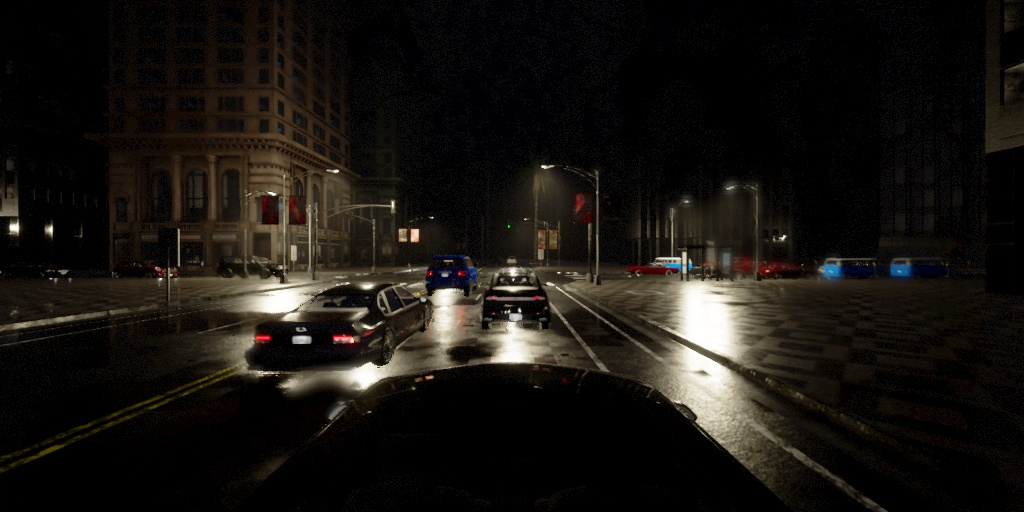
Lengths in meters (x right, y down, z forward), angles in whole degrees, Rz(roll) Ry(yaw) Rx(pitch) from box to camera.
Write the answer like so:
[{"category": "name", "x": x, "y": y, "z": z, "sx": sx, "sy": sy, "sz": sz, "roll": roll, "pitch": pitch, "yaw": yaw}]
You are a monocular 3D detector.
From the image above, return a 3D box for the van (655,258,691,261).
[{"category": "van", "x": 17.051, "y": 1.089, "z": 38.317, "sx": 3.998, "sy": 1.789, "sz": 1.690, "roll": 0, "pitch": 0, "yaw": 0}]

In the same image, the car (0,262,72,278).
[{"category": "car", "x": -43.158, "y": 1.311, "z": 32.574, "sx": 4.902, "sy": 1.511, "sz": 2.128, "roll": 0, "pitch": 0, "yaw": 0}]

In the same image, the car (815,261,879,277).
[{"category": "car", "x": 33.265, "y": 1.270, "z": 35.659, "sx": 4.674, "sy": 1.442, "sz": 1.812, "roll": 0, "pitch": 0, "yaw": 1}]

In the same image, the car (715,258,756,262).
[{"category": "car", "x": 23.322, "y": 1.227, "z": 35.657, "sx": 5.008, "sy": 1.535, "sz": 1.882, "roll": 0, "pitch": 0, "yaw": 0}]

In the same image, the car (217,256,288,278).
[{"category": "car", "x": -23.456, "y": 1.018, "z": 32.475, "sx": 5.566, "sy": 2.045, "sz": 2.150, "roll": 0, "pitch": 0, "yaw": 0}]

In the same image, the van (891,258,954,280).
[{"category": "van", "x": 34.091, "y": 1.098, "z": 29.805, "sx": 3.998, "sy": 1.789, "sz": 1.690, "roll": 0, "pitch": 0, "yaw": 0}]

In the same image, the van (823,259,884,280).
[{"category": "van", "x": 28.414, "y": 1.100, "z": 29.801, "sx": 3.998, "sy": 1.789, "sz": 1.690, "roll": 0, "pitch": 0, "yaw": 0}]

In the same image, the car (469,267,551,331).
[{"category": "car", "x": 0.079, "y": 1.248, "z": 11.055, "sx": 2.128, "sy": 1.511, "sz": 4.902, "roll": 0, "pitch": 0, "yaw": 0}]

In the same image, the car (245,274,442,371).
[{"category": "car", "x": -3.149, "y": 1.302, "z": 7.878, "sx": 2.033, "sy": 1.411, "sz": 5.357, "roll": 0, "pitch": 0, "yaw": 0}]

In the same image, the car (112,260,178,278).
[{"category": "car", "x": -33.175, "y": 1.159, "z": 32.525, "sx": 4.553, "sy": 1.767, "sz": 2.097, "roll": 0, "pitch": 0, "yaw": 0}]

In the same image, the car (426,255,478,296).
[{"category": "car", "x": -3.158, "y": 0.986, "z": 19.580, "sx": 2.150, "sy": 2.045, "sz": 5.566, "roll": 0, "pitch": 0, "yaw": 0}]

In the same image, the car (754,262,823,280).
[{"category": "car", "x": 22.737, "y": 1.345, "z": 29.796, "sx": 4.207, "sy": 1.307, "sz": 1.802, "roll": 0, "pitch": 0, "yaw": 0}]

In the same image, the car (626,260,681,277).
[{"category": "car", "x": 13.880, "y": 1.357, "z": 35.652, "sx": 4.718, "sy": 1.301, "sz": 1.895, "roll": 0, "pitch": 0, "yaw": 2}]

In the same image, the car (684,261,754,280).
[{"category": "car", "x": 17.059, "y": 1.317, "z": 29.792, "sx": 4.403, "sy": 1.370, "sz": 2.007, "roll": 0, "pitch": 0, "yaw": 0}]
